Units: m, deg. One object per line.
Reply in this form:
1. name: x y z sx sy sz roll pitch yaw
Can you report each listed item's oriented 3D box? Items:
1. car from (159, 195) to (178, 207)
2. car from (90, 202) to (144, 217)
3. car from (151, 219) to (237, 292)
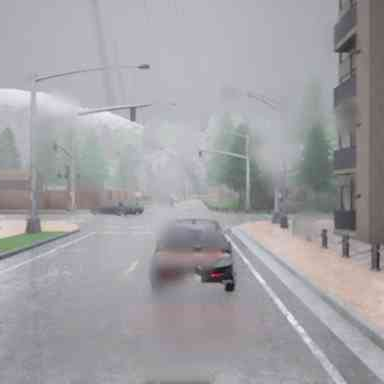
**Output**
1. car: -3.604 1.363 48.183 2.128 1.511 4.902 0 0 0
2. car: -6.722 1.514 29.524 4.718 1.301 1.895 0 0 27
3. car: 0.052 1.468 8.873 2.128 1.511 4.902 0 0 0
